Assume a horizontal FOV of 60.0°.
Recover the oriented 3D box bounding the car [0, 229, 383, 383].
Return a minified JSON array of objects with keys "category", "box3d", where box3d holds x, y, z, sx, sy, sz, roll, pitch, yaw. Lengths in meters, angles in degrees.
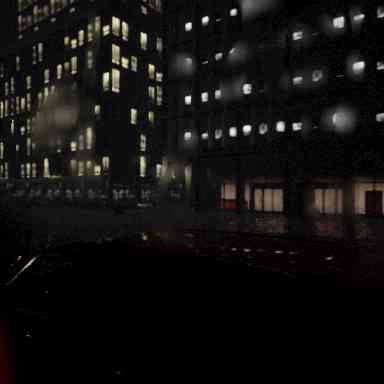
[{"category":"car","box3d":[-0.553,1.314,3.261,5.009,1.841,2.192,0,0,35]}]
